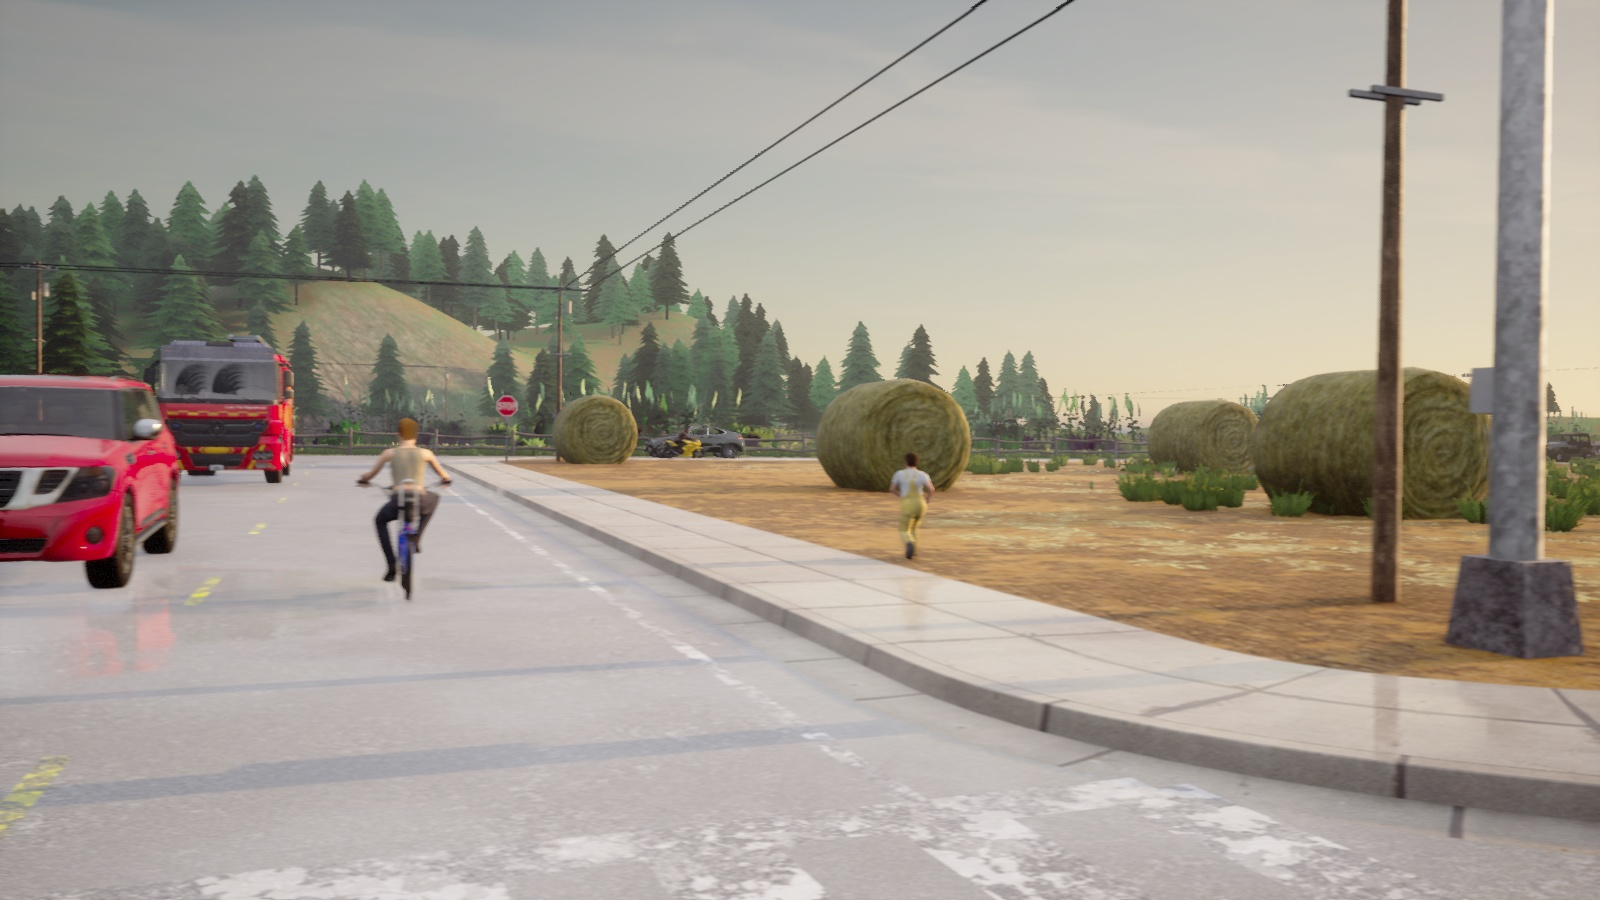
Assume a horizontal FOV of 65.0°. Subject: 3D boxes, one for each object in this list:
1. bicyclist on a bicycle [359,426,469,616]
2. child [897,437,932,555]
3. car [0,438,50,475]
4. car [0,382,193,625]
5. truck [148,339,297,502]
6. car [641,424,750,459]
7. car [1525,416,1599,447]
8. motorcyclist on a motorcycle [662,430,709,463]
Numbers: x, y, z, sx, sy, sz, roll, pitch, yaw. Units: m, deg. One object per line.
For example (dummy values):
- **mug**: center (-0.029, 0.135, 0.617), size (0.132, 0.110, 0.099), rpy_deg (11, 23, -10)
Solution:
- **bicyclist on a bicycle**: center (-3.565, 0.592, 11.532), size (0.866, 1.612, 1.509), rpy_deg (-1, 1, -20)
- **child**: center (1.250, 0.494, 13.722), size (0.270, 1.263, 0.437), rpy_deg (-1, 1, -9)
- **car**: center (-32.942, 0.285, 50.271), size (4.674, 1.442, 1.812), rpy_deg (-1, 1, -16)
- **car**: center (-7.848, 0.384, 13.077), size (2.150, 2.045, 5.566), rpy_deg (-1, 2, -20)
- **truck**: center (-15.401, -0.770, 34.073), size (2.891, 3.827, 8.468), rpy_deg (-1, 1, -20)
- **car**: center (-5.215, -0.430, 62.357), size (5.027, 1.651, 2.152), rpy_deg (-1, 1, -17)
- **car**: center (47.644, -1.191, 78.481), size (3.866, 1.878, 1.905), rpy_deg (-1, 1, -17)
- **motorcyclist on a motorcycle**: center (-5.355, -0.164, 58.659), size (2.044, 1.523, 0.797), rpy_deg (-1, 1, -17)
